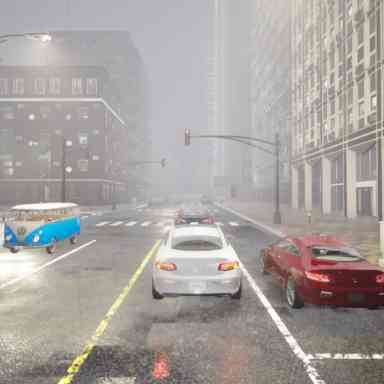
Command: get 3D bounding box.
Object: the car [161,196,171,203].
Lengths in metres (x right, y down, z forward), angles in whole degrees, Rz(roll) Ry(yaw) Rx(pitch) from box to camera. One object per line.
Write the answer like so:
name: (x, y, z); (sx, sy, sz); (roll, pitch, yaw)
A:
car: (-5.703, 1.598, 73.752); (1.802, 1.307, 4.206); (1, 0, 0)

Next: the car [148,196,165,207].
car: (-5.695, 1.563, 51.133); (2.008, 1.369, 4.403); (1, 0, 0)

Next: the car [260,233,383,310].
car: (2.699, 1.584, 7.536); (1.802, 1.307, 4.206); (1, 0, 0)

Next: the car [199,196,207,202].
car: (2.676, 1.599, 79.412); (1.802, 1.307, 4.206); (1, 0, 0)

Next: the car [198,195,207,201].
car: (2.674, 1.569, 85.066); (2.008, 1.369, 4.403); (1, 0, 0)

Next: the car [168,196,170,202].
car: (-5.699, 1.580, 62.443); (1.947, 1.339, 4.313); (1, 0, 0)

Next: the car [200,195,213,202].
car: (2.683, 1.596, 56.793); (1.802, 1.307, 4.206); (1, 0, 0)

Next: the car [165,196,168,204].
car: (-5.697, 1.564, 56.788); (2.008, 1.369, 4.403); (1, 0, 0)

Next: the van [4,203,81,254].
van: (-5.766, 1.345, 13.217); (1.690, 1.788, 3.998); (1, 0, 0)

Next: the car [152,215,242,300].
car: (0.102, 1.528, 8.298); (1.812, 1.442, 4.674); (0, 0, 0)

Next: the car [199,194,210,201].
car: (2.685, 1.330, 62.448); (2.192, 1.841, 5.009); (1, 0, 0)

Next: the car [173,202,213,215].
car: (0.071, 1.509, 17.410); (2.163, 1.488, 4.792); (0, 0, -1)
